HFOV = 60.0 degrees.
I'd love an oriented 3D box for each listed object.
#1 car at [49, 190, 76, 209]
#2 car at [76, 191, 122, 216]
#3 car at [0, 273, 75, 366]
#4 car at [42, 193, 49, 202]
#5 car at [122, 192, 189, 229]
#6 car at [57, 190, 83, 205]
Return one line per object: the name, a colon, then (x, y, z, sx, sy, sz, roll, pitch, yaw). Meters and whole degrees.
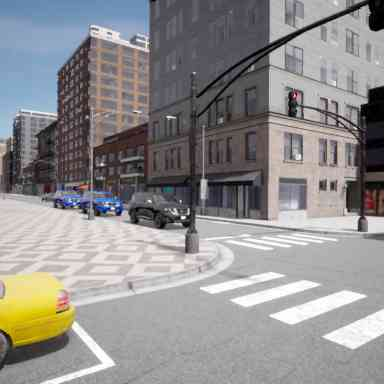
car: (-14.205, 0.861, 37.977, 2.150, 2.045, 5.566, 1, 0, -35)
car: (-8.008, 0.959, 29.193, 2.150, 2.045, 5.566, 1, 0, -35)
car: (-3.972, 1.525, 3.919, 4.829, 1.417, 1.752, 0, 1, -36)
car: (-25.540, 0.944, 59.518, 2.128, 1.511, 4.902, 1, 0, -36)
car: (-2.064, 1.052, 20.784, 2.150, 2.045, 5.566, 1, 0, -35)
car: (-17.911, 0.795, 48.732, 2.150, 2.045, 5.566, 1, 0, -36)
